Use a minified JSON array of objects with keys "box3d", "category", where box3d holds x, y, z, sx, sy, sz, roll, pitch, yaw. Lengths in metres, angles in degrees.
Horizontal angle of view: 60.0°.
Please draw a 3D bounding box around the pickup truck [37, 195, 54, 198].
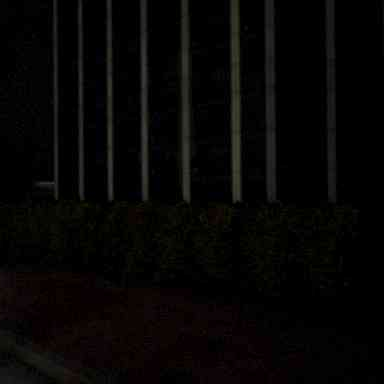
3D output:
[{"box3d":[-28.747,1.739,66.895,6.274,2.098,2.390,0,0,-24],"category":"pickup truck"}]
